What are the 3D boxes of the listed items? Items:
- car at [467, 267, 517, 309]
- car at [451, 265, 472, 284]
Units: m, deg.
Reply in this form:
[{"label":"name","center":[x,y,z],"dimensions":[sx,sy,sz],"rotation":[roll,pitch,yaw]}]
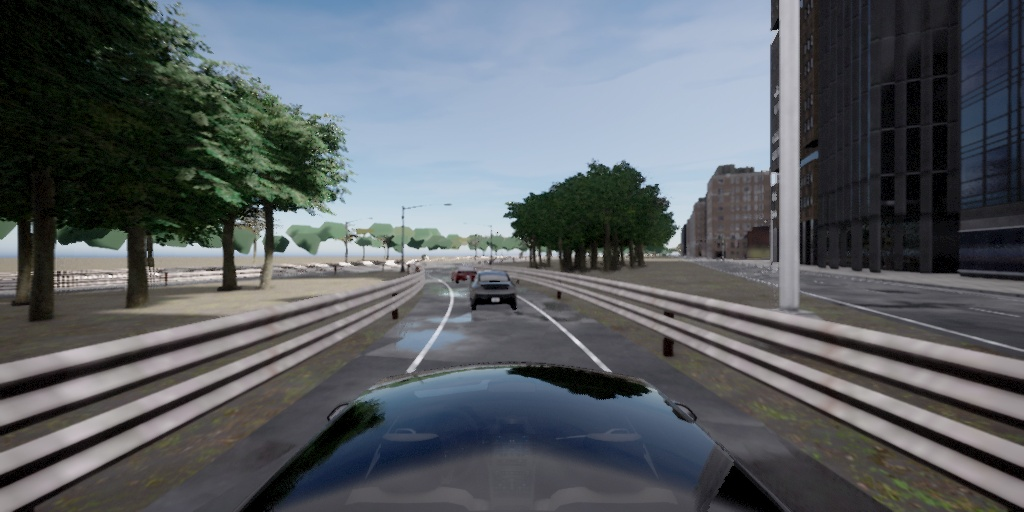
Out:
[{"label":"car","center":[-0.920,1.408,15.826],"dimensions":[1.837,1.490,4.892],"rotation":[0,0,-7]},{"label":"car","center":[-4.267,1.556,31.687],"dimensions":[1.882,1.535,5.008],"rotation":[0,0,-16]}]
